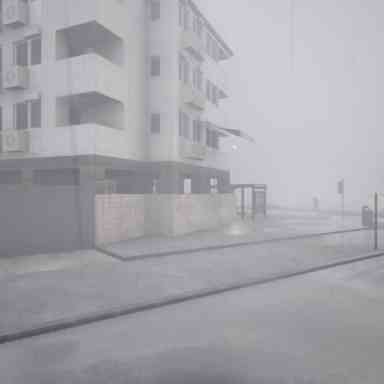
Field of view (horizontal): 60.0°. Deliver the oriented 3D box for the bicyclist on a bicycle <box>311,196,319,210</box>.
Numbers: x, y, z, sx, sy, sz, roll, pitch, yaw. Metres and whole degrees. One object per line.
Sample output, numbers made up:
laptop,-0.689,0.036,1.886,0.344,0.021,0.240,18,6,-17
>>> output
bicyclist on a bicycle,14.628,1.349,39.528,1.656,1.620,0.582,0,0,-35
